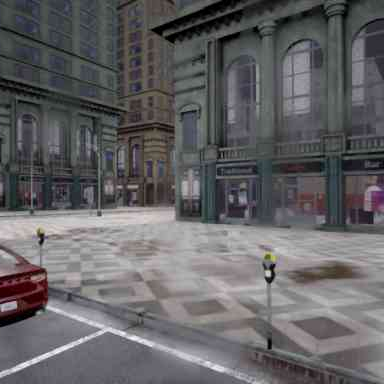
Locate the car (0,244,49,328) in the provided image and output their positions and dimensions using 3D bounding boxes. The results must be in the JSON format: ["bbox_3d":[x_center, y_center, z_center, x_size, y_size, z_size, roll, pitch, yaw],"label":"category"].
[{"bbox_3d":[-4.501,1.545,6.182,4.507,1.381,1.887,0,0,35],"label":"car"}]
